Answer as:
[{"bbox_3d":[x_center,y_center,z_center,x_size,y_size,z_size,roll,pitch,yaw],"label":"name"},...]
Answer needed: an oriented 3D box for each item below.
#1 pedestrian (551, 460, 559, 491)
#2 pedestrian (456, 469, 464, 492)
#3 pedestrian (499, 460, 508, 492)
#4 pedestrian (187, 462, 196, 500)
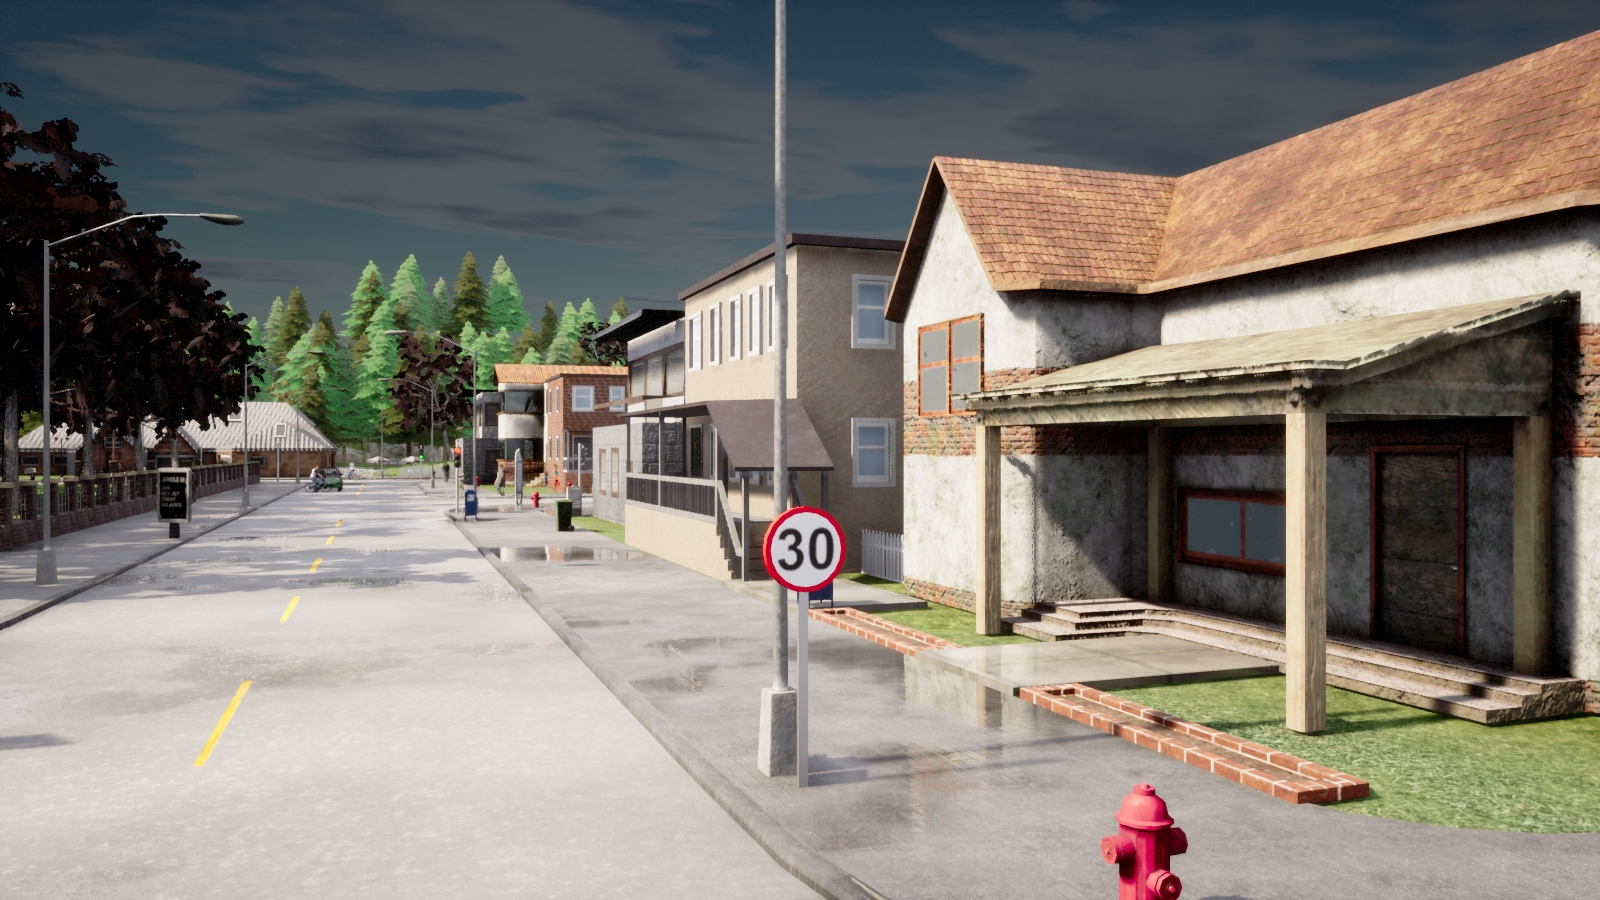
[{"bbox_3d":[-14.846,1.516,69.122,0.375,1.860,0.375,0,0,4],"label":"pedestrian"},{"bbox_3d":[-20.004,1.797,67.200,0.375,1.300,0.375,0,0,-2],"label":"pedestrian"},{"bbox_3d":[-17.156,1.516,66.065,0.375,1.860,0.375,0,0,11],"label":"pedestrian"},{"bbox_3d":[-30.063,1.525,56.444,0.375,1.860,0.375,0,0,-20],"label":"pedestrian"}]
